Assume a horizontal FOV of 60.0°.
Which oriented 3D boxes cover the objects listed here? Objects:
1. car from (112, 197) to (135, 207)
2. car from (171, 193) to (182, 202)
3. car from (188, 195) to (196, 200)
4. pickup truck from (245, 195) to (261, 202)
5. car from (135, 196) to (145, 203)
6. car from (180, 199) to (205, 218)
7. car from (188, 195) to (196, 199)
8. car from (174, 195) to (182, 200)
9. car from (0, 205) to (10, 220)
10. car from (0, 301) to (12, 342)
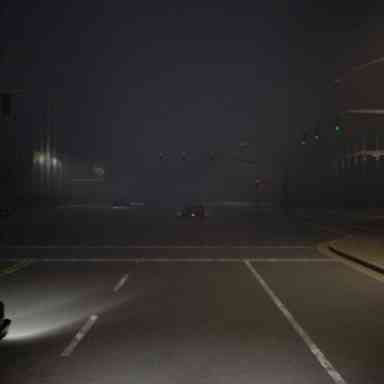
[{"bbox_3d":[-10.567,1.521,50.444,2.033,1.411,5.357,0,0,0],"label":"car"},{"bbox_3d":[-3.504,1.177,73.474,2.150,2.045,5.566,0,0,0],"label":"car"},{"bbox_3d":[-0.004,1.375,84.167,1.895,1.301,4.718,0,0,0],"label":"car"},{"bbox_3d":[13.118,1.023,69.585,2.390,2.098,6.274,0,0,31],"label":"pickup truck"},{"bbox_3d":[-10.510,1.524,66.097,1.994,1.385,4.181,0,0,0],"label":"car"},{"bbox_3d":[0.096,1.586,29.320,1.895,1.301,4.718,0,0,0],"label":"car"},{"bbox_3d":[-0.004,1.492,73.845,2.033,1.411,5.357,0,0,0],"label":"car"},{"bbox_3d":[-3.504,1.375,84.167,1.895,1.301,4.718,0,0,0],"label":"car"},{"bbox_3d":[-16.614,1.463,25.764,5.008,1.535,1.882,0,-1,14],"label":"car"},{"bbox_3d":[-3.439,1.546,2.136,2.033,1.411,5.357,0,0,0],"label":"car"}]
